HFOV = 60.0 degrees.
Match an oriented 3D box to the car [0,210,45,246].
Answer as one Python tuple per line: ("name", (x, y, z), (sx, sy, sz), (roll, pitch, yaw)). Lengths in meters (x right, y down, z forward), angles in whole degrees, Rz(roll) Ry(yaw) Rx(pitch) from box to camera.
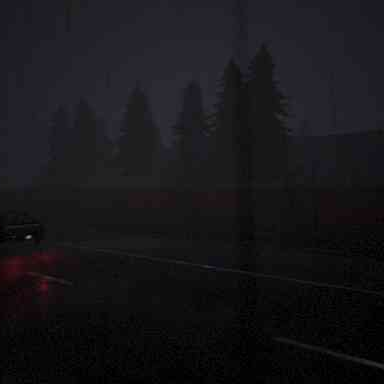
("car", (-8.149, 1.493, 13.981), (4.902, 1.511, 2.128), (0, 0, 36))
